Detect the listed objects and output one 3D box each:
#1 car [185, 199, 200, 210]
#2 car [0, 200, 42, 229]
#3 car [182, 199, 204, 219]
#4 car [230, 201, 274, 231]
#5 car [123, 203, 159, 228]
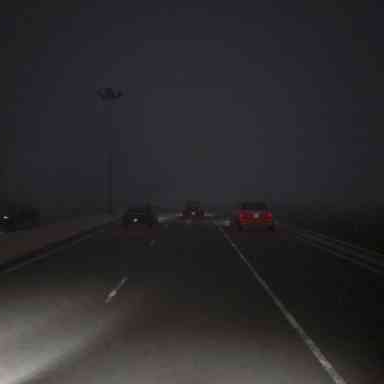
[{"bbox_3d":[0.053,1.602,43.075,1.895,1.301,4.718,0,0,1],"label":"car"},{"bbox_3d":[-11.555,1.494,21.513,2.128,1.511,4.902,0,0,0],"label":"car"},{"bbox_3d":[0.099,1.527,28.803,1.812,1.442,4.674,0,0,0],"label":"car"},{"bbox_3d":[3.605,1.353,20.794,2.097,1.767,4.553,0,0,0],"label":"car"},{"bbox_3d":[-3.396,1.492,22.462,2.128,1.511,4.902,0,0,0],"label":"car"}]
